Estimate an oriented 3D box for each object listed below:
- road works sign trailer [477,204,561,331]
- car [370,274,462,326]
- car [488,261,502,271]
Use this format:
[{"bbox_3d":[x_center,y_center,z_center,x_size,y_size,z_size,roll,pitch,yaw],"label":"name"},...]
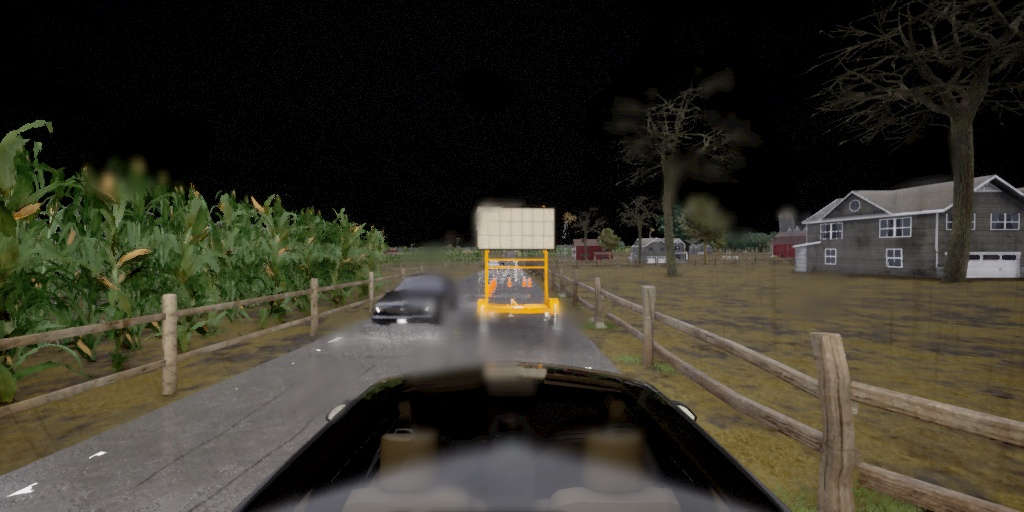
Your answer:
[{"bbox_3d":[0.122,0.227,11.047,2.380,3.560,2.880,0,0,-5],"label":"road works sign trailer"},{"bbox_3d":[-2.848,1.311,11.960,2.033,1.411,5.357,0,0,0],"label":"car"},{"bbox_3d":[-2.836,1.458,53.866,1.812,1.442,4.674,0,0,0],"label":"car"}]
